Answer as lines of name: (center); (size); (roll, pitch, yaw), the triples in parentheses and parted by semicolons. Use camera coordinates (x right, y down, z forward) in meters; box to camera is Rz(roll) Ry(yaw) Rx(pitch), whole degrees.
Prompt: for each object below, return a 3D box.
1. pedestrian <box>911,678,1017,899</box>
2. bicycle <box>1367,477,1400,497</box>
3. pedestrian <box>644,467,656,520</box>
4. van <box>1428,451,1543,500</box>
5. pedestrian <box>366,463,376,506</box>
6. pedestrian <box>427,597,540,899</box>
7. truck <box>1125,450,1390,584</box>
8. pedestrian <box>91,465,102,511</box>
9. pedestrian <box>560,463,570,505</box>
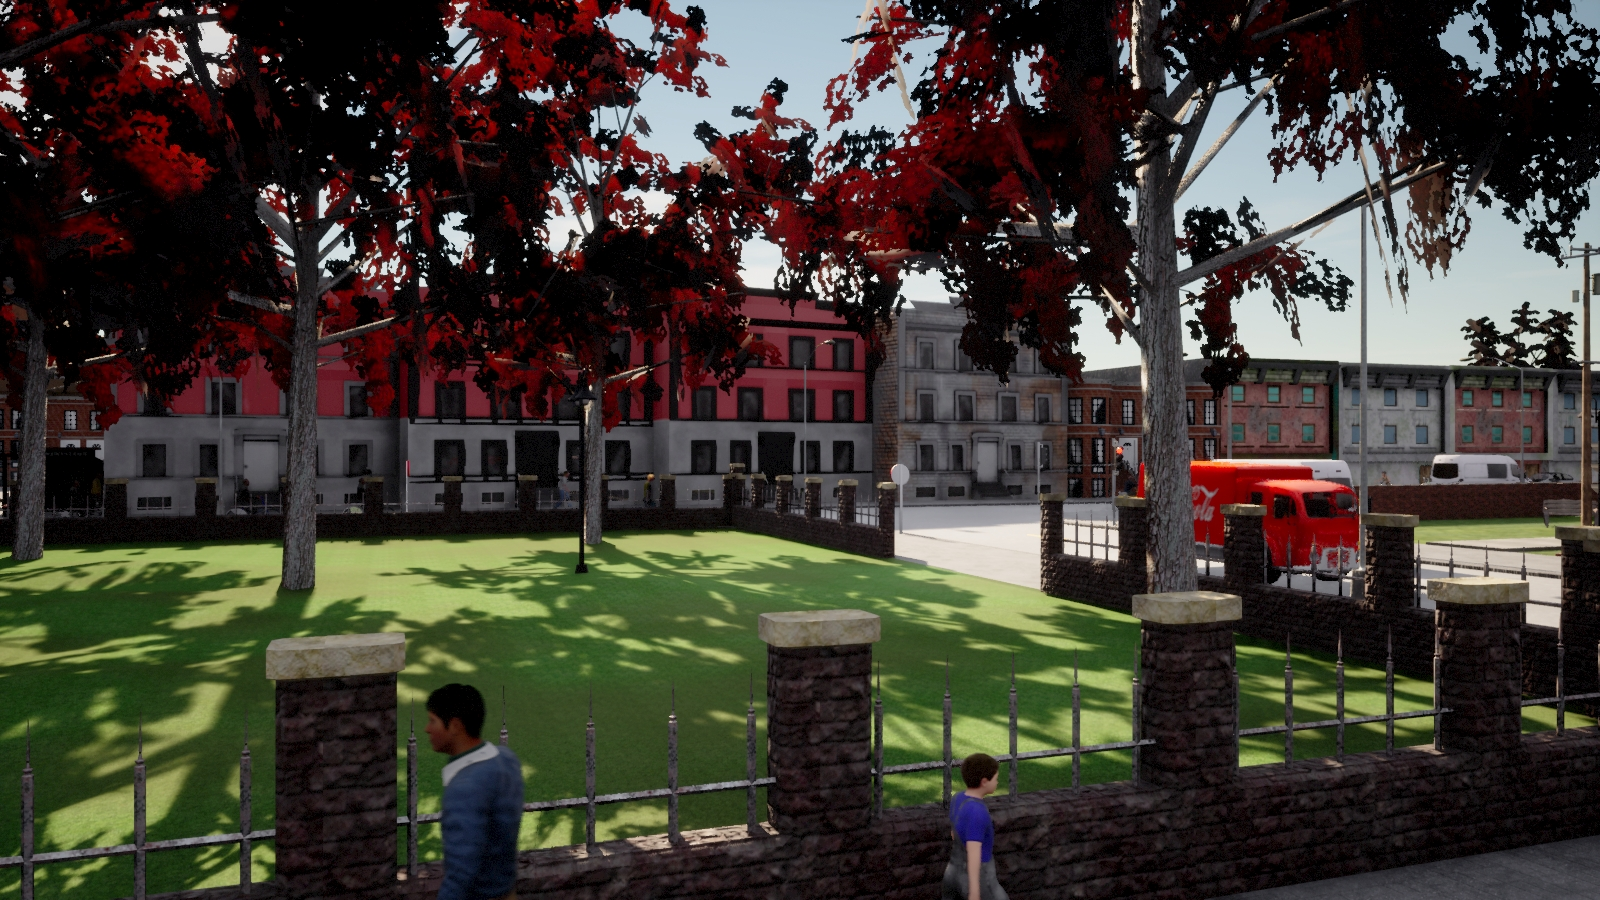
pedestrian: (0.793, 1.806, 5.551); (0.375, 1.300, 0.375); (0, 0, -20)
bicycle: (32.543, 2.036, 63.766); (1.487, 1.080, 0.859); (0, 0, -20)
pedestrian: (-5.325, 1.524, 40.567); (0.375, 1.860, 0.375); (0, 0, -17)
van: (36.562, 1.314, 60.950); (5.915, 2.561, 1.988); (0, 0, -20)
pedestrian: (-18.842, 1.522, 50.204); (0.375, 1.860, 0.375); (0, 0, -17)
pedestrian: (-1.215, 1.526, 4.426); (0.375, 1.860, 0.375); (0, 0, -8)
truck: (9.958, 1.319, 25.458); (2.627, 2.467, 5.204); (0, 2, -20)
pedestrian: (-28.366, 1.524, 46.065); (0.375, 1.860, 0.375); (0, 0, -29)
pedestrian: (-10.434, 1.524, 50.771); (0.375, 1.860, 0.375); (0, 0, -2)
